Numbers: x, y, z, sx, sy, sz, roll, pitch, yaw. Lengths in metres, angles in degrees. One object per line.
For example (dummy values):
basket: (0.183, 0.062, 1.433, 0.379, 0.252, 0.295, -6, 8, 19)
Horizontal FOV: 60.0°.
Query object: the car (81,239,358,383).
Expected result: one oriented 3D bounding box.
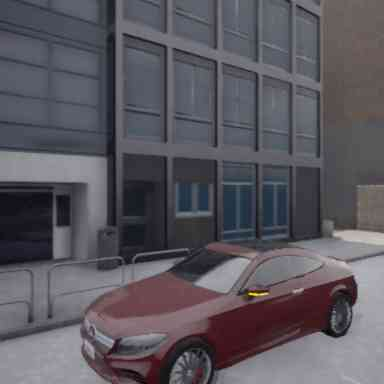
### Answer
car: (0.736, 1.526, 5.122, 4.674, 1.442, 1.812, 0, 0, -35)
